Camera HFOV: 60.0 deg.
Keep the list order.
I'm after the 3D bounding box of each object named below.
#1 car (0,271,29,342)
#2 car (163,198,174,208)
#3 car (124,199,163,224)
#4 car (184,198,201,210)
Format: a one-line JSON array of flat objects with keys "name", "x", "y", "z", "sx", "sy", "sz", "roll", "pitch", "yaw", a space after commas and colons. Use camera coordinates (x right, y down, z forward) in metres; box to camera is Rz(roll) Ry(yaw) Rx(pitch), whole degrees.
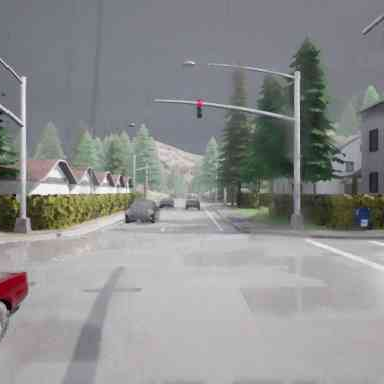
[{"name": "car", "x": -3.624, "y": 1.568, "z": 3.281, "sx": 1.895, "sy": 1.301, "sz": 4.718, "roll": 0, "pitch": 1, "yaw": 0}, {"name": "car", "x": -3.516, "y": 1.563, "z": 47.784, "sx": 2.033, "sy": 1.411, "sz": 5.357, "roll": 0, "pitch": 0, "yaw": 0}, {"name": "car", "x": -3.599, "y": 1.361, "z": 24.644, "sx": 2.097, "sy": 1.767, "sz": 4.553, "roll": 0, "pitch": 0, "yaw": 0}, {"name": "car", "x": 0.100, "y": 1.519, "z": 43.289, "sx": 1.837, "sy": 1.490, "sz": 4.892, "roll": 0, "pitch": 0, "yaw": 0}]
